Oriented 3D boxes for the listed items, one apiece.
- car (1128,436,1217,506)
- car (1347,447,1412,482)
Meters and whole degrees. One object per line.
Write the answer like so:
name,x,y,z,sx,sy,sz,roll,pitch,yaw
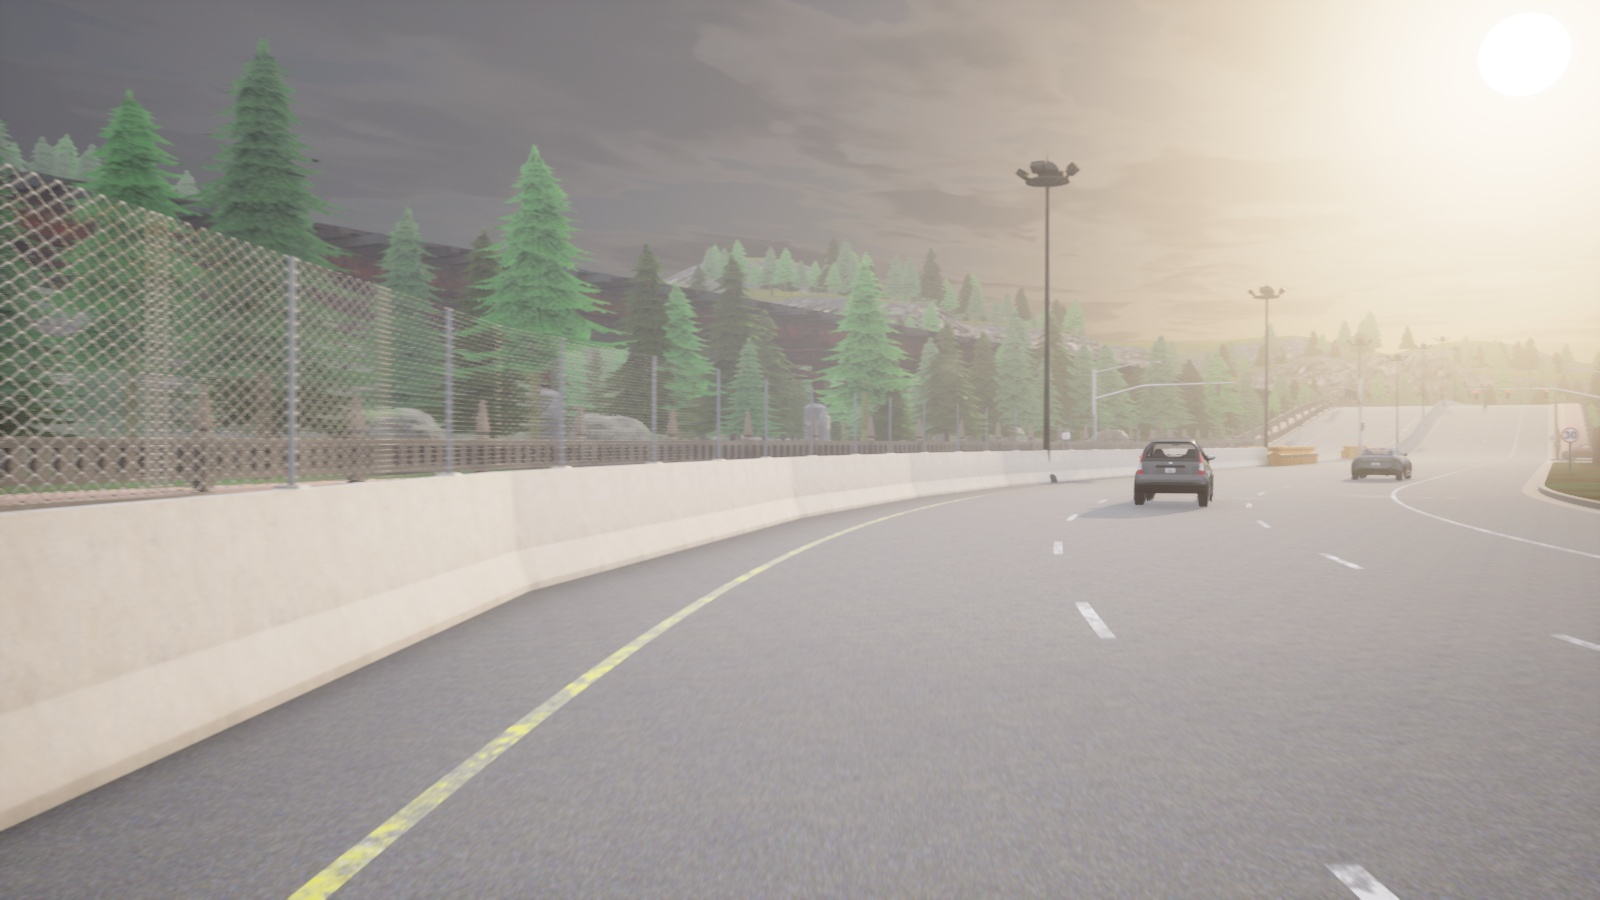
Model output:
car,9.331,0.479,31.255,1.851,1.617,3.988,0,0,20
car,24.129,0.569,52.177,1.994,1.385,4.181,0,0,31
